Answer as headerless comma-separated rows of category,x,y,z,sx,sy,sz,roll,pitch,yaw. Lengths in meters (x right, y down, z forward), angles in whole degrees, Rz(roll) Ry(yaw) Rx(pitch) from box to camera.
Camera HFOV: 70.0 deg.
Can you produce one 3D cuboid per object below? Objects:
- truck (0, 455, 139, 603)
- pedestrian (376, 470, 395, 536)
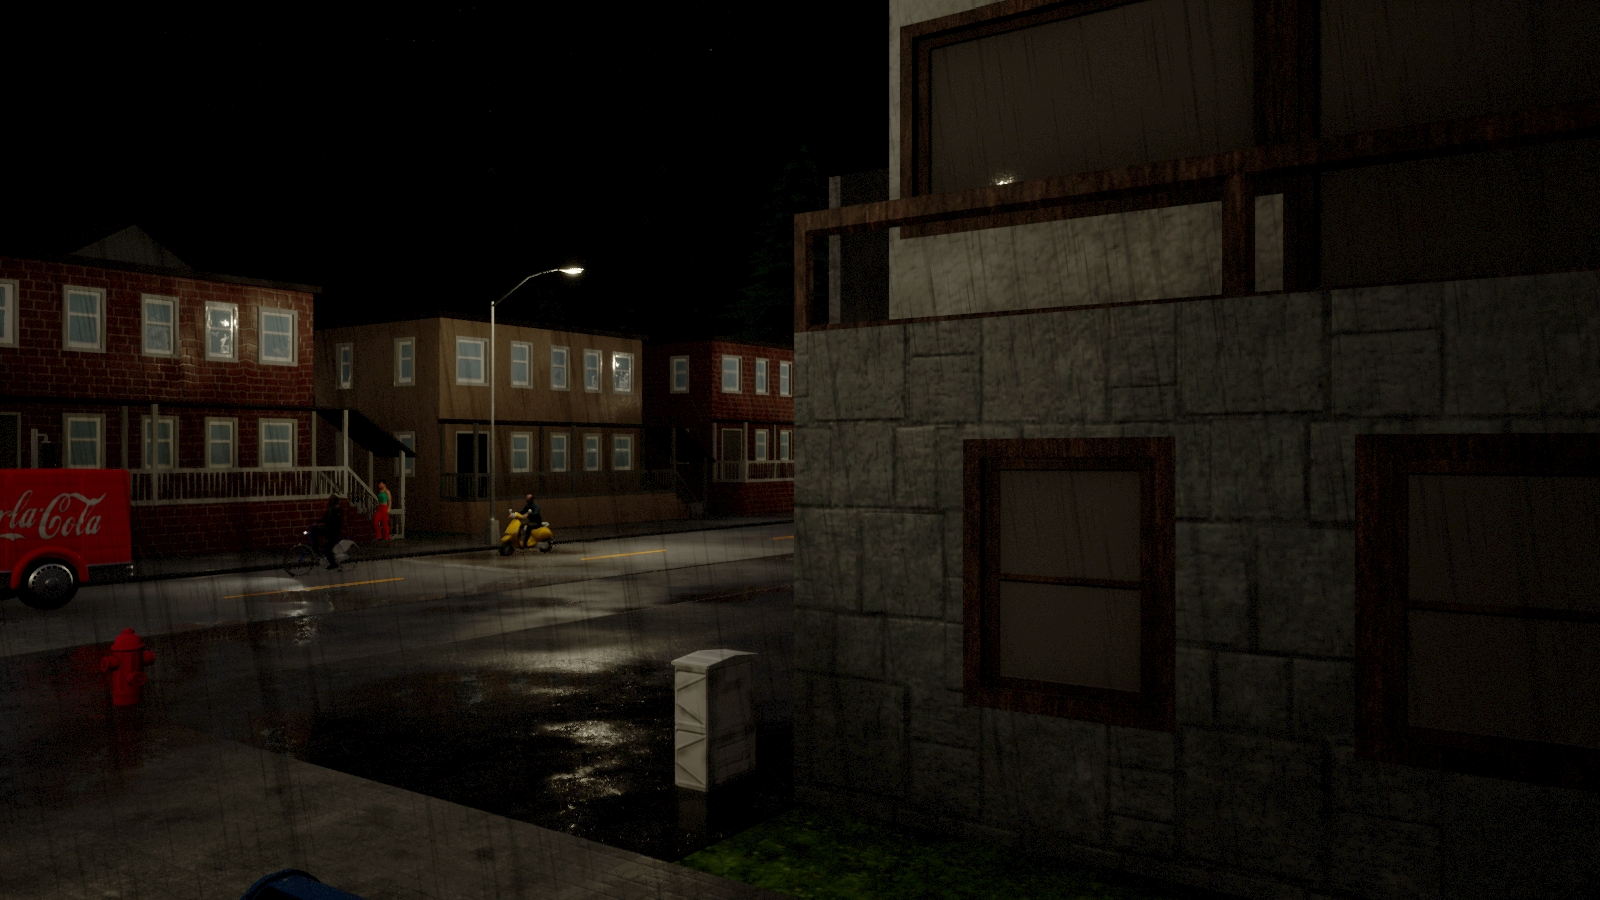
truck,-14.760,1.337,19.689,2.627,2.467,5.204,0,0,37
pedestrian,-11.874,1.512,32.734,0.375,1.860,0.375,0,0,36
